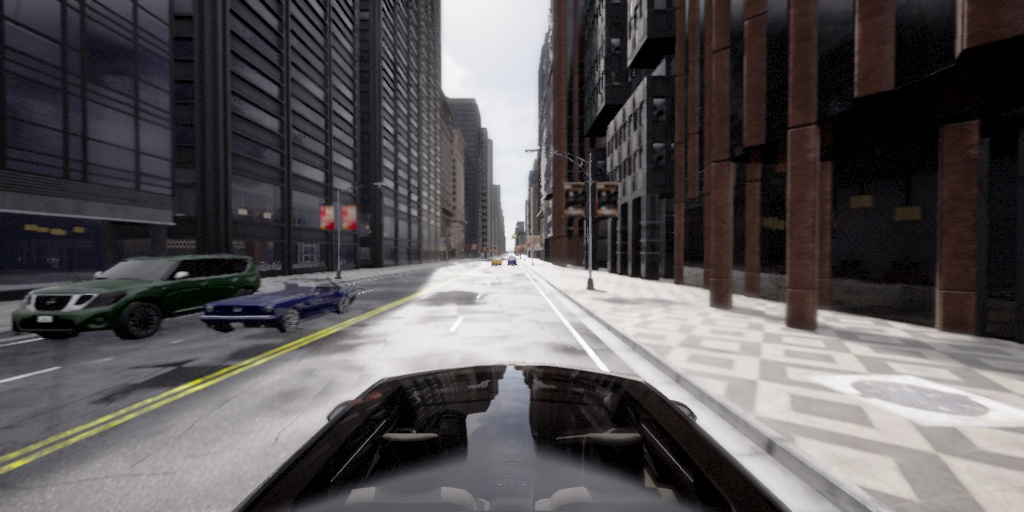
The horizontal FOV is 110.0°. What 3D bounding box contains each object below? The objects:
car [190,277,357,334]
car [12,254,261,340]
[{"bbox_3d":[-6.581,1.350,10.806,1.895,1.301,4.718,0,0,0],"label":"car"},{"bbox_3d":[-9.834,0.970,10.317,2.150,2.045,5.566,0,0,0],"label":"car"}]
